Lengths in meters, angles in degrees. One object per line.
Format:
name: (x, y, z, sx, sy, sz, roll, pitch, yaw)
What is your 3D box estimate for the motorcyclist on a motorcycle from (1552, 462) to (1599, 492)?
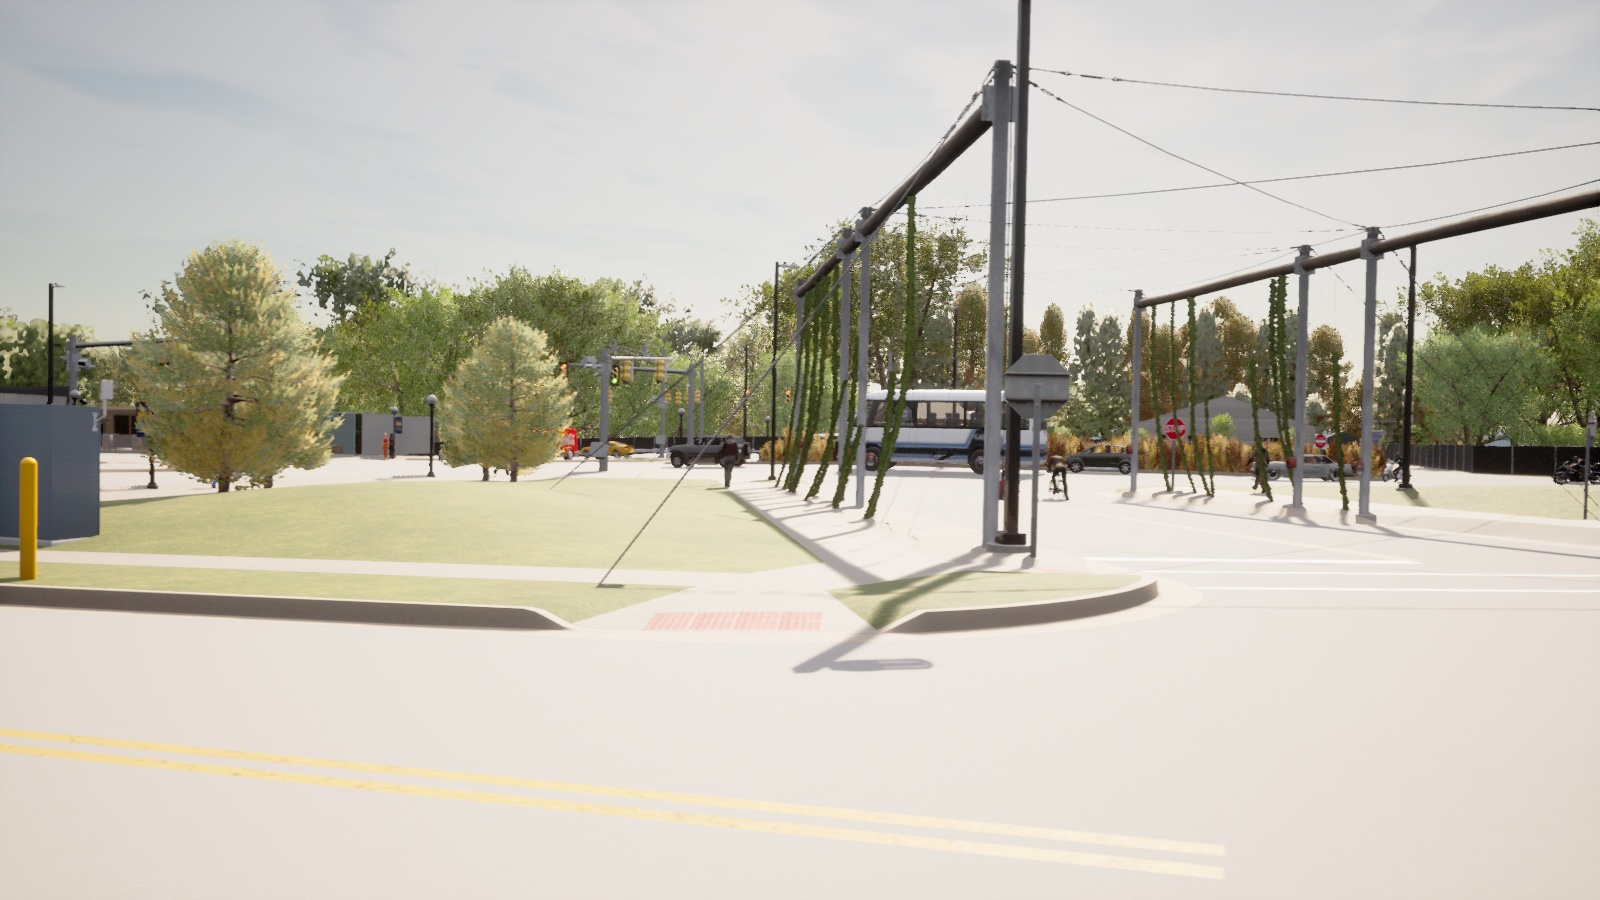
motorcyclist on a motorcycle: (40.547, 1.400, 65.485, 2.191, 1.530, 0.866, 1, 1, 27)

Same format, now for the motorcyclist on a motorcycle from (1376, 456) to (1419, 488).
motorcyclist on a motorcycle: (31.373, 1.151, 65.968, 1.817, 1.590, 0.866, 2, 0, -13)

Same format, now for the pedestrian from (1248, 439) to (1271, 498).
pedestrian: (15.293, 0.614, 41.793, 0.396, 1.930, 0.692, 2, 2, -6)

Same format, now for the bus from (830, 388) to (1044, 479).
bus: (7.080, -0.930, 64.795, 10.273, 4.253, 3.944, 2, 2, 19)

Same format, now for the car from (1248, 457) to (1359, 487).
car: (24.682, 1.058, 61.658, 4.718, 1.301, 1.895, 2, 1, 8)

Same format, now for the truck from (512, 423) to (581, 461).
truck: (-17.884, -0.532, 88.902, 2.627, 2.467, 5.204, 2, -1, 15)

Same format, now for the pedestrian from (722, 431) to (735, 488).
pedestrian: (-2.390, 0.307, 41.934, 0.376, 1.854, 0.720, 2, 2, -6)

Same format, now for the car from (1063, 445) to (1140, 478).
car: (15.779, 0.578, 65.641, 3.705, 1.549, 1.789, 2, 2, 18)

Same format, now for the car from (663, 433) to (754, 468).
car: (-5.031, 0.004, 69.021, 4.605, 1.855, 1.932, 0, 1, 19)
